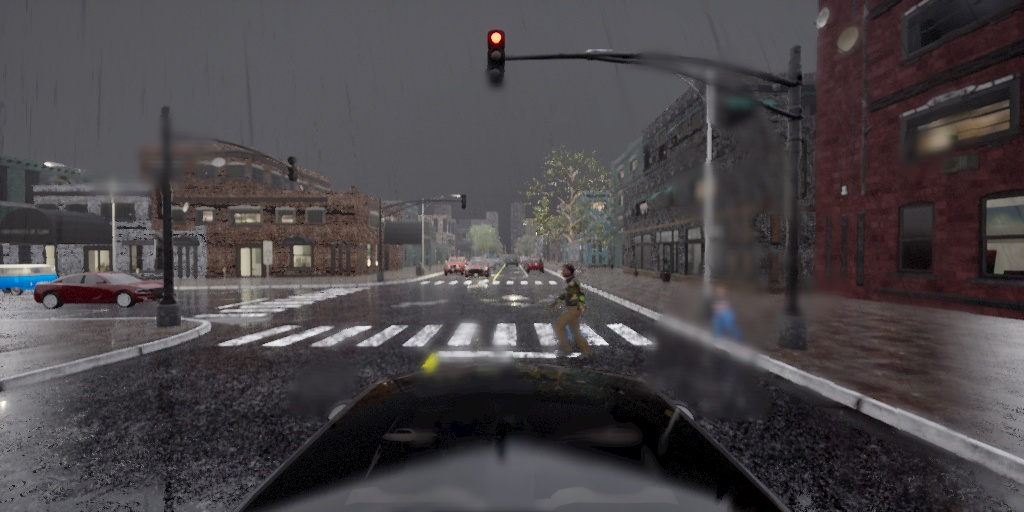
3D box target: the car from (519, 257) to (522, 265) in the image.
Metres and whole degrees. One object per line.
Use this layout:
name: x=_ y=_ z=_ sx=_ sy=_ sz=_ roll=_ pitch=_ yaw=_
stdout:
car: x=2.705 y=1.206 z=59.225 sx=2.007 sy=1.370 sz=4.403 roll=0 pitch=0 yaw=0

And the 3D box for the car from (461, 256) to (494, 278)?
car: x=-3.090 y=1.052 z=32.928 sx=2.097 sy=1.767 sz=4.553 roll=0 pitch=0 yaw=0

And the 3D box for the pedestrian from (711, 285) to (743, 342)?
pedestrian: x=4.587 y=1.162 z=7.674 sx=0.375 sy=1.300 sz=0.375 roll=-1 pitch=1 yaw=0

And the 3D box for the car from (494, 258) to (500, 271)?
car: x=-3.079 y=1.165 z=48.354 sx=2.128 sy=1.511 sz=4.902 roll=0 pitch=0 yaw=0

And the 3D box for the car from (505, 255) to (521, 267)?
car: x=0.010 y=0.871 z=62.649 sx=2.150 sy=2.045 sz=5.566 roll=0 pitch=0 yaw=0

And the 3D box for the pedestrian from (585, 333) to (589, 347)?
pedestrian: x=1.469 y=1.314 z=8.138 sx=0.375 sy=1.300 sz=0.375 roll=-1 pitch=1 yaw=0

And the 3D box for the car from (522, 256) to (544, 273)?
car: x=2.701 y=0.998 z=42.593 sx=2.192 sy=1.841 sz=5.009 roll=0 pitch=0 yaw=0

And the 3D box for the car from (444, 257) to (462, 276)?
car: x=-5.680 y=1.007 z=37.050 sx=2.192 sy=1.841 sz=5.009 roll=0 pitch=0 yaw=0

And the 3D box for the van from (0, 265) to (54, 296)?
van: x=-30.293 y=1.430 z=21.738 sx=3.998 sy=1.789 sz=1.690 roll=0 pitch=0 yaw=-1

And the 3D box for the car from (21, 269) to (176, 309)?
car: x=-18.056 y=1.455 z=16.071 sx=5.008 sy=1.535 sz=1.882 roll=-1 pitch=1 yaw=-1

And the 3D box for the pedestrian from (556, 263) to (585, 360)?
pedestrian: x=1.105 y=1.036 z=6.783 sx=0.375 sy=1.860 sz=0.375 roll=-1 pitch=1 yaw=0
